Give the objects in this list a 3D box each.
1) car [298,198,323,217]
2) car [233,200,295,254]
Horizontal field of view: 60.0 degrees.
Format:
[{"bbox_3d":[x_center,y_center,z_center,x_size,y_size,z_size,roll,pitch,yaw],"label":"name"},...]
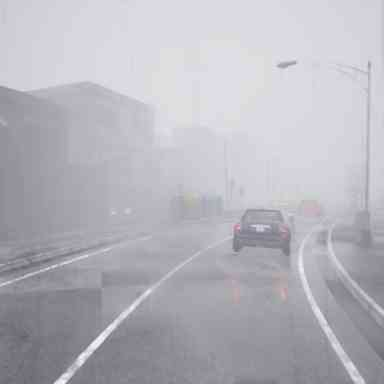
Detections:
[{"bbox_3d":[12.145,1.484,33.933,2.097,1.767,4.553,1,0,26],"label":"car"},{"bbox_3d":[3.160,1.385,13.994,2.097,1.767,4.553,1,0,19],"label":"car"}]
